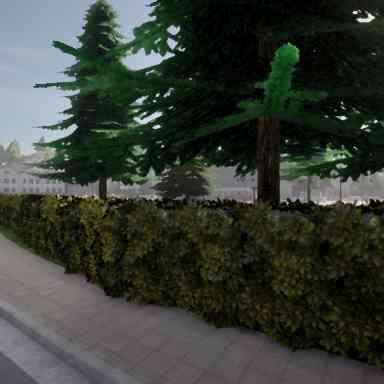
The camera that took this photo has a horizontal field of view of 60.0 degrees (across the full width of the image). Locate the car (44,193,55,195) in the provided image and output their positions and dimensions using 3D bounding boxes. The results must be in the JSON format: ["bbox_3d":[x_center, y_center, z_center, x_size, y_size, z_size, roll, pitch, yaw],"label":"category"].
[{"bbox_3d":[-29.605,1.298,72.236,4.514,1.523,2.007,0,0,-36],"label":"car"}]

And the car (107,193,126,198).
[{"bbox_3d":[-20.307,1.154,90.342,5.027,1.636,2.152,0,0,-36],"label":"car"}]

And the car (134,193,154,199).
[{"bbox_3d":[-7.908,1.384,60.724,3.806,1.475,1.970,0,0,-36],"label":"car"}]

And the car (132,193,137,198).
[{"bbox_3d":[-10.838,1.097,77.812,4.605,1.855,1.932,0,0,-36],"label":"car"}]

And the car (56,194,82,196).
[{"bbox_3d":[-23.826,1.320,64.084,3.633,1.501,1.845,0,0,-36],"label":"car"}]

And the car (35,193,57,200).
[{"bbox_3d":[-36.273,1.097,82.782,4.605,1.855,1.932,0,0,-36],"label":"car"}]
